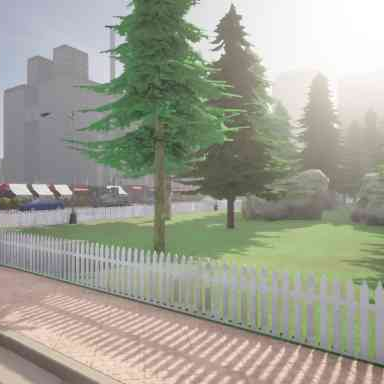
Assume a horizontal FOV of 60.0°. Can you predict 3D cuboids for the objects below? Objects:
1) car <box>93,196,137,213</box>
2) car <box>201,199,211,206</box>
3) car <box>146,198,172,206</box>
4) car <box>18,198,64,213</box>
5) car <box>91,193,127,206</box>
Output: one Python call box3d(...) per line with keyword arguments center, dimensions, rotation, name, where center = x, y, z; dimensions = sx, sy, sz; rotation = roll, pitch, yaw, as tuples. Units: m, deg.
box3d(center=(-8.171, 1.505, 37.072), dimensions=(1.837, 1.490, 4.892), rotation=(0, 0, 34), name="car")
box3d(center=(3.161, 1.526, 53.858), dimensions=(1.812, 1.442, 4.674), rotation=(0, 0, 34), name="car")
box3d(center=(-5.334, 1.352, 54.065), dimensions=(2.097, 1.767, 4.553), rotation=(0, 0, 34), name="car")
box3d(center=(-16.769, 1.478, 37.201), dimensions=(1.882, 1.535, 5.008), rotation=(0, 0, 34), name="car")
box3d(center=(-11.122, 1.221, 45.561), dimensions=(2.150, 2.045, 5.566), rotation=(0, 0, 34), name="car")
